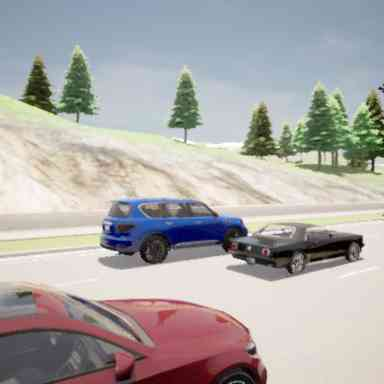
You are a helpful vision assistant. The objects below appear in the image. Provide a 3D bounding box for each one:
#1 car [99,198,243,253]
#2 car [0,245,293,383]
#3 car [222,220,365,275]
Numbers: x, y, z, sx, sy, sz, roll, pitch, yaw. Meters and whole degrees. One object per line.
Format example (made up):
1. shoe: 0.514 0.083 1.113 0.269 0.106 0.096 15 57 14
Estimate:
1. car: -0.480 1.228 12.001 5.566 2.045 2.150 0 0 -35
2. car: -1.439 1.526 2.706 4.674 1.442 1.812 0 0 -36
3. car: 3.449 1.610 10.503 4.718 1.301 1.895 0 0 -36
